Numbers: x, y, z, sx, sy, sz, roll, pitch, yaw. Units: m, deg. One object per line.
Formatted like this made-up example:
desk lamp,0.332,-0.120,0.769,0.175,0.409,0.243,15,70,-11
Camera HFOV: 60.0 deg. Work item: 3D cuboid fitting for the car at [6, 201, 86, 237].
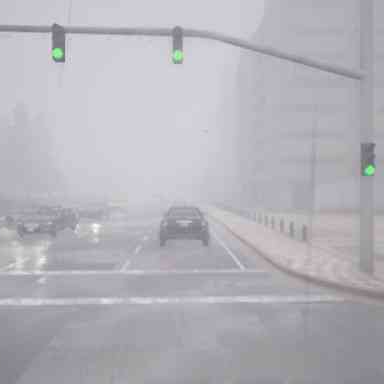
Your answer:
car,-7.674,1.494,18.089,2.128,1.511,4.902,0,0,-2

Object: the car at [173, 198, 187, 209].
car,-1.687,1.562,46.635,1.994,1.385,4.181,0,0,-2

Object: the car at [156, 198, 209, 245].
car,-0.384,1.351,15.681,2.097,1.767,4.553,0,0,-2

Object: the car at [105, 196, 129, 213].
car,-8.382,1.479,37.750,1.882,1.535,5.008,0,0,-2

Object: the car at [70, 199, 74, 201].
car,-11.764,1.508,33.945,1.837,1.490,4.892,0,0,-2

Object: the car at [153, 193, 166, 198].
car,-5.521,1.221,55.052,2.150,2.045,5.566,0,0,-2

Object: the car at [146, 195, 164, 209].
car,-5.140,1.525,45.322,1.812,1.442,4.674,0,0,-2

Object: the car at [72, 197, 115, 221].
car,-8.031,1.480,27.448,1.882,1.535,5.008,0,0,-2
